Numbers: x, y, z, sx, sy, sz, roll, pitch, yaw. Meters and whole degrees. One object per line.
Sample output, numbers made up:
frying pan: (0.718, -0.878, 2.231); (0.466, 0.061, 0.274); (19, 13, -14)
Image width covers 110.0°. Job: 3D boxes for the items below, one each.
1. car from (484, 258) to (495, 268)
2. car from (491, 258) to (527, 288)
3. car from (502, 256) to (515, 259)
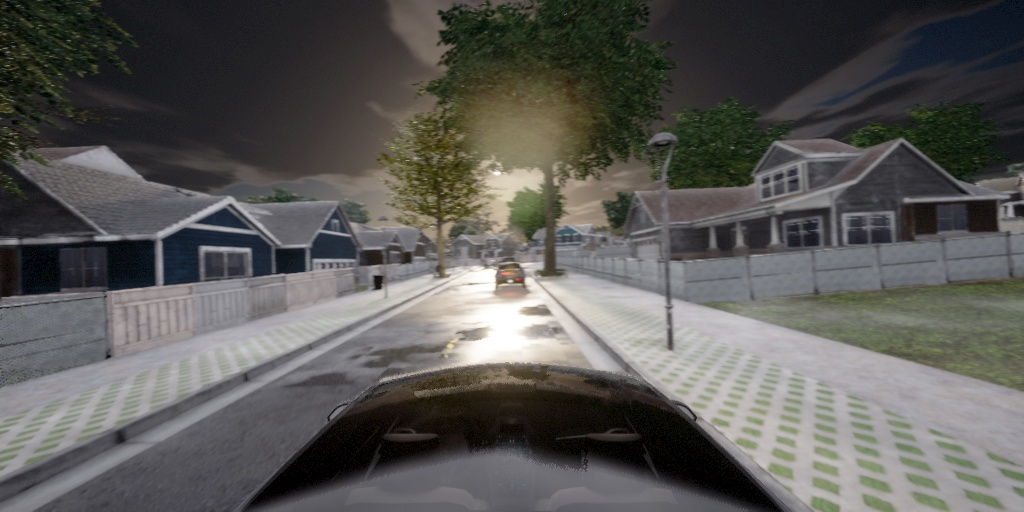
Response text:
car: (-3.323, 1.037, 55.424); (2.128, 1.511, 4.902); (-2, 0, -1)
car: (-0.114, 1.117, 22.233); (1.837, 1.490, 4.892); (-2, 1, 0)
car: (-0.314, 0.879, 37.040); (2.097, 1.767, 4.553); (-2, 0, 0)
